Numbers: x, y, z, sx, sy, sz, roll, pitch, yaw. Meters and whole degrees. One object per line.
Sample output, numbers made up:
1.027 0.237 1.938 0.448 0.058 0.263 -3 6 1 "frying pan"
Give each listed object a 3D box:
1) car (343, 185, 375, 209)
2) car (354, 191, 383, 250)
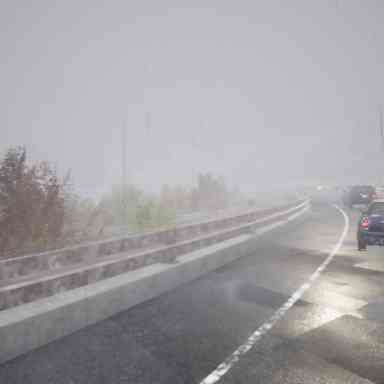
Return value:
14.890 0.399 29.620 2.150 2.045 5.566 0 1 18 "car"
7.213 1.007 11.980 2.097 1.767 4.553 0 2 29 "car"
